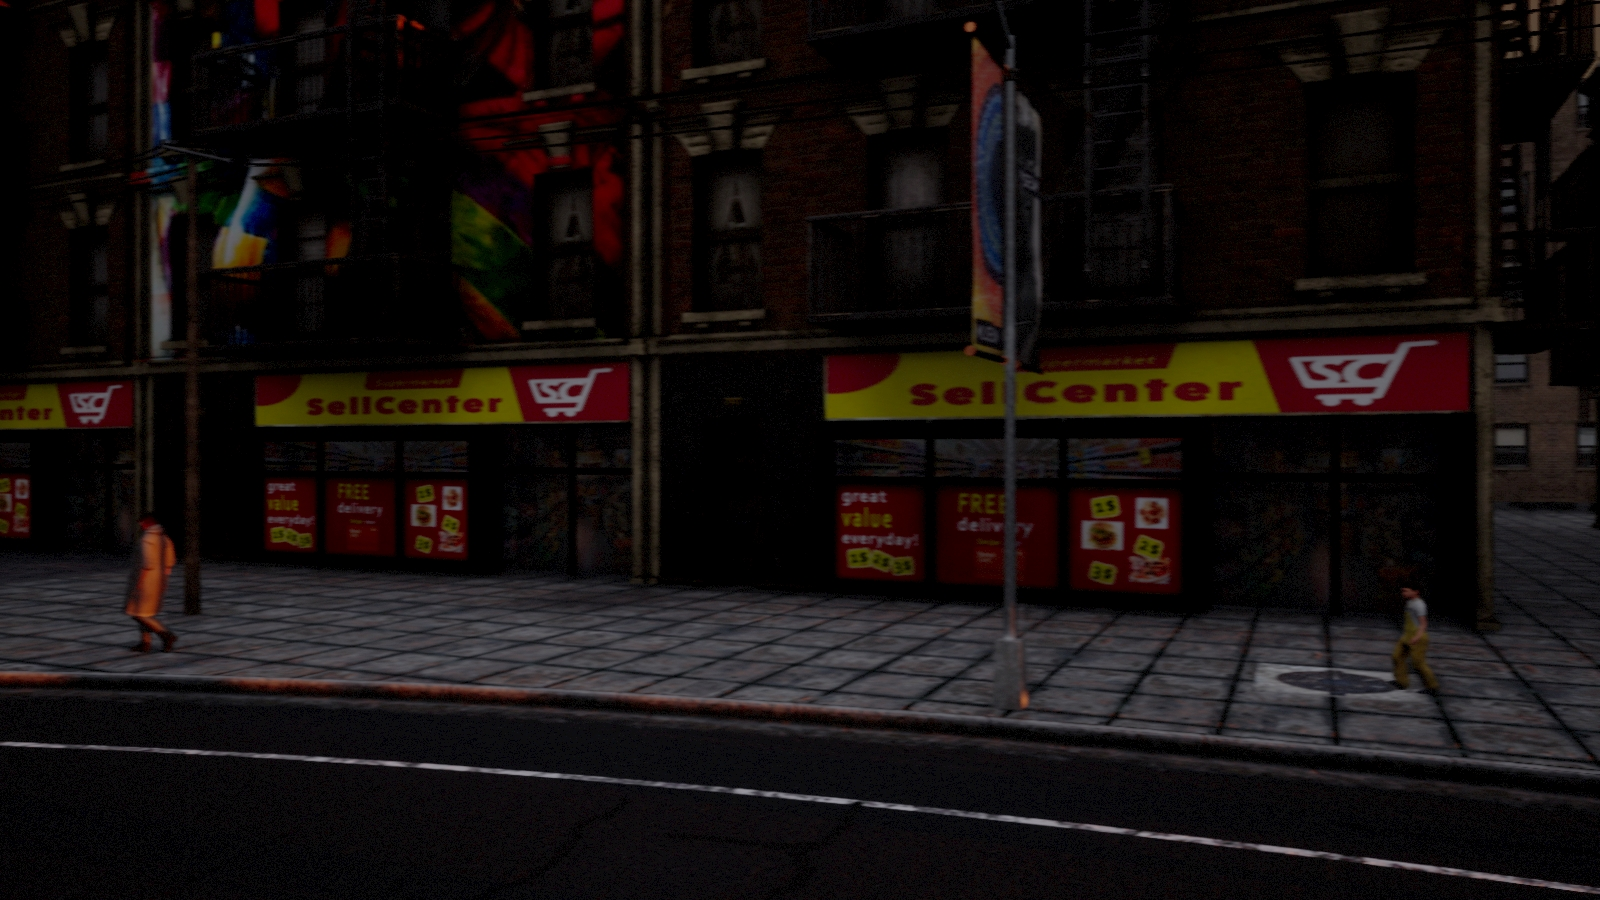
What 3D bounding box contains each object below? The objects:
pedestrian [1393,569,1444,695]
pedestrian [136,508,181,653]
[{"bbox_3d":[6.734,1.971,12.444,0.375,1.300,0.375,0,0,6],"label":"pedestrian"},{"bbox_3d":[-8.378,1.692,14.933,0.375,1.860,0.375,0,0,2],"label":"pedestrian"}]
